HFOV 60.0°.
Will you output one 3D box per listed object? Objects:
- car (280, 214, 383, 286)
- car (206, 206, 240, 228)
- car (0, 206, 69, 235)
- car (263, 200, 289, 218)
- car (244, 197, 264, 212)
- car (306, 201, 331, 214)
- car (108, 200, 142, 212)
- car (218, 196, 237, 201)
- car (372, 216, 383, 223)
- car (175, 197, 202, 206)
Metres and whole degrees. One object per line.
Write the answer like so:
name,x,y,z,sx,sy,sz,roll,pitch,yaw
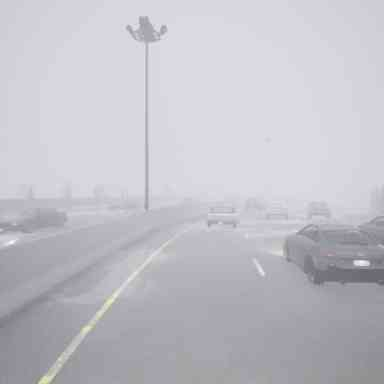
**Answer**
car,3.941,1.564,9.461,1.994,1.385,4.181,0,0,4
car,2.193,1.601,22.496,1.895,1.301,4.718,0,0,11
car,-9.233,1.548,19.389,2.033,1.411,5.357,0,0,9
car,7.736,1.526,29.931,1.812,1.442,4.674,0,0,16
car,7.627,1.352,39.739,2.097,1.767,4.553,0,0,22
car,11.341,1.548,29.922,2.033,1.411,5.357,0,0,18
car,-7.805,1.601,39.201,1.895,1.301,4.718,0,0,20
car,6.455,1.481,60.284,1.882,1.535,5.008,0,0,33
car,7.720,1.564,12.594,1.994,1.385,4.181,0,0,6
car,-0.361,1.352,39.080,2.097,1.767,4.553,0,0,21
